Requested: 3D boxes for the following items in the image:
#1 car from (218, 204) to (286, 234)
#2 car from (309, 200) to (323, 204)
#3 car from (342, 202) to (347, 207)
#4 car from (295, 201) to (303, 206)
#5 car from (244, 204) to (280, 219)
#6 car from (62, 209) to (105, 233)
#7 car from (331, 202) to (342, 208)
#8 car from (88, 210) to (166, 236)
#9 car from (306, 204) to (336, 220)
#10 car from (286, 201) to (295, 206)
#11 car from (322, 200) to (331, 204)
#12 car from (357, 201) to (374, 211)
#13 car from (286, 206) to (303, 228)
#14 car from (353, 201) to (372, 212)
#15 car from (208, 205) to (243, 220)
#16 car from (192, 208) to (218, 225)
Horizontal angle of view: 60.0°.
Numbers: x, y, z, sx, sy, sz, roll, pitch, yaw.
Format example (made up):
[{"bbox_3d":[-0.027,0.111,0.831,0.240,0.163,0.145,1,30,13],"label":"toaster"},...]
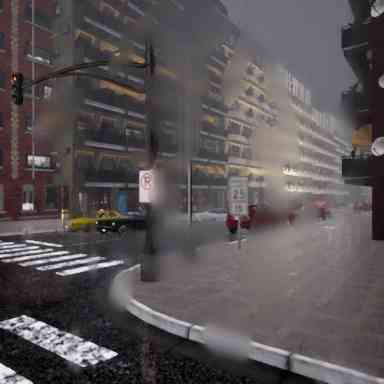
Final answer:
[{"bbox_3d":[4.075,1.711,21.986,2.192,1.841,5.009,-1,-2,35],"label":"car"},{"bbox_3d":[23.187,2.770,63.834,1.887,1.381,4.507,-1,-2,35],"label":"car"},{"bbox_3d":[39.428,3.281,87.033,1.947,1.339,4.313,-1,-2,35],"label":"car"},{"bbox_3d":[16.689,2.339,54.560,2.192,1.841,5.009,-1,-2,35],"label":"car"},{"bbox_3d":[7.954,2.170,37.513,2.128,1.511,4.902,0,-1,35],"label":"car"},{"bbox_3d":[-6.143,1.833,21.937,1.752,1.417,4.829,-1,-2,35],"label":"car"},{"bbox_3d":[32.931,3.066,77.753,1.887,1.381,4.507,-1,-2,35],"label":"car"},{"bbox_3d":[-3.765,1.910,20.794,1.895,1.301,4.718,0,-1,35],"label":"car"},{"bbox_3d":[13.820,2.284,35.897,1.802,1.307,4.206,-1,-2,35],"label":"car"},{"bbox_3d":[13.344,2.445,49.775,1.752,1.417,4.829,-1,-2,35],"label":"car"},{"bbox_3d":[26.433,2.639,68.479,2.192,1.841,5.009,-1,-2,35],"label":"car"},{"bbox_3d":[33.306,2.621,63.742,2.192,1.841,5.009,-1,-2,35],"label":"car"},{"bbox_3d":[7.324,2.043,26.619,1.887,1.381,4.507,-1,-2,35],"label":"car"},{"bbox_3d":[30.057,2.521,59.101,2.192,1.841,5.009,-1,-2,35],"label":"car"},{"bbox_3d":[3.699,2.163,35.995,1.887,1.381,4.507,-1,-2,35],"label":"car"},{"bbox_3d":[1.981,2.092,29.001,1.895,1.301,4.718,0,-1,35],"label":"car"}]
